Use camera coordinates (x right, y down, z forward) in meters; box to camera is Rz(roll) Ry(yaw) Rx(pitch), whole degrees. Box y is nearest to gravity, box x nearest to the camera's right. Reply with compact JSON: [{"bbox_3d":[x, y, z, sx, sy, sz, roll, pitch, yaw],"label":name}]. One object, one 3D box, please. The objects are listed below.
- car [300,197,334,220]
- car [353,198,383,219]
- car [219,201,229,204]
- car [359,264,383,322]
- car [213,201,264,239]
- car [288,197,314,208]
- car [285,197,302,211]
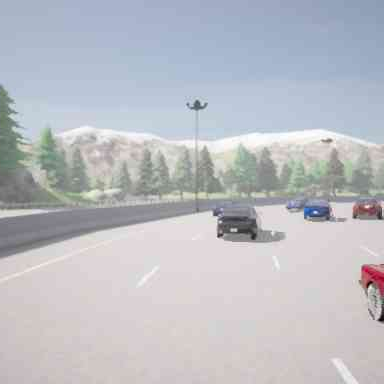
[{"bbox_3d":[10.367,1.379,27.117,1.882,1.535,5.008,-1,0,27],"label":"car"},{"bbox_3d":[15.122,1.255,28.534,2.097,1.767,4.553,1,0,30],"label":"car"},{"bbox_3d":[3.393,1.444,29.335,1.994,1.385,4.181,0,0,26],"label":"car"},{"bbox_3d":[3.894,1.589,4.164,1.895,1.301,4.718,0,0,6],"label":"car"},{"bbox_3d":[2.527,1.436,17.133,1.837,1.490,4.892,-1,0,16],"label":"car"},{"bbox_3d":[15.352,1.390,46.617,1.994,1.385,4.181,0,0,41],"label":"car"},{"bbox_3d":[12.416,1.407,37.870,2.033,1.411,5.357,0,0,38],"label":"car"}]
